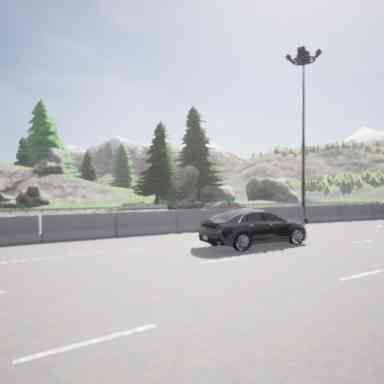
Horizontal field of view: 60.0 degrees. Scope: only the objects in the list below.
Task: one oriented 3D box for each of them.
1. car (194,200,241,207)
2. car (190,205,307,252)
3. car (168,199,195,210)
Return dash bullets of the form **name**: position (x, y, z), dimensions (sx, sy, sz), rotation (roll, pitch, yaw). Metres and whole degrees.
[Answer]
- **car**: position (2.755, 1.465, 29.988), dimensions (4.181, 1.385, 1.994), rotation (0, 0, -28)
- **car**: position (2.563, 1.448, 13.557), dimensions (4.892, 1.490, 1.837), rotation (0, 0, -31)
- **car**: position (-0.523, 1.423, 36.173), dimensions (4.181, 1.385, 1.994), rotation (0, 0, -28)
